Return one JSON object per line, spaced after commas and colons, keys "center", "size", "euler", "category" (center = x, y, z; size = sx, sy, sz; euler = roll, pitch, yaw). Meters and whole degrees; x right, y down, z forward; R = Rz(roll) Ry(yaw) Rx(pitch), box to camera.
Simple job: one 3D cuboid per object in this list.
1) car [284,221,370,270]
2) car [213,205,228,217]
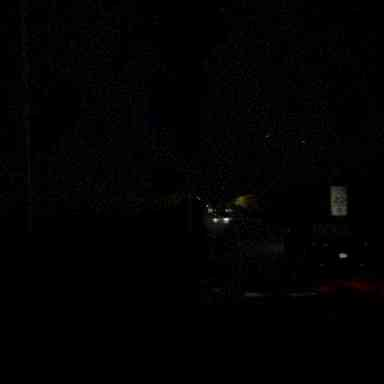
{"center": [4.684, 1.791, 12.257], "size": [1.882, 1.535, 5.008], "euler": [-1, -2, 5], "category": "car"}
{"center": [4.100, 2.731, 48.231], "size": [2.097, 1.767, 4.553], "euler": [-1, -2, 3], "category": "car"}
